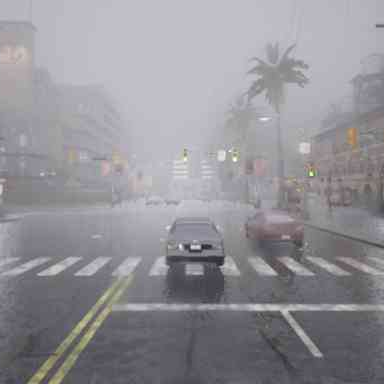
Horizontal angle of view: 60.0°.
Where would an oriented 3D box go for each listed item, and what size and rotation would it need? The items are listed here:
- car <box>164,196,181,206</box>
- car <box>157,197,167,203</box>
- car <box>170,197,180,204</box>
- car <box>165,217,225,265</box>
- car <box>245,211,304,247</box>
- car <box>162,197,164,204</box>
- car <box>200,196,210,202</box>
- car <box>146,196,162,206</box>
[{"bbox_3d":[-3.532,1.641,60.049,1.882,1.535,5.008,0,0,0],"label":"car"},{"bbox_3d":[-7.044,1.809,78.959,1.895,1.301,4.718,0,0,0],"label":"car"},{"bbox_3d":[-3.536,1.713,69.244,1.812,1.442,4.674,0,0,0],"label":"car"},{"bbox_3d":[0.049,1.580,11.724,2.033,1.411,5.357,0,0,-1],"label":"car"},{"bbox_3d":[3.591,1.567,15.016,1.812,1.442,4.674,0,0,0],"label":"car"},{"bbox_3d":[-7.036,1.665,68.658,1.882,1.535,5.008,0,0,0],"label":"car"},{"bbox_3d":[3.458,1.744,80.969,1.812,1.442,4.674,0,0,0],"label":"car"},{"bbox_3d":[-7.031,1.688,59.539,1.812,1.442,4.674,0,0,0],"label":"car"}]
